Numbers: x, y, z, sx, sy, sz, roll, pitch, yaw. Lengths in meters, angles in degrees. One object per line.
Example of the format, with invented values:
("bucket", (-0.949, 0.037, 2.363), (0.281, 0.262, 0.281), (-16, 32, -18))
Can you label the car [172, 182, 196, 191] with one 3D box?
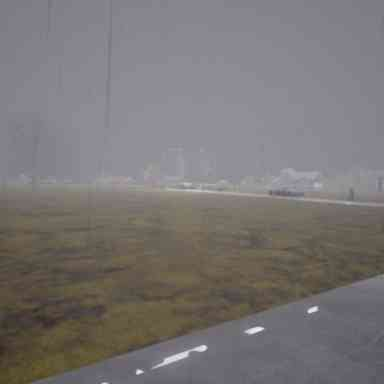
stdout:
("car", (-1.335, -1.036, 61.619), (2.033, 1.411, 5.357), (1, 2, -35))

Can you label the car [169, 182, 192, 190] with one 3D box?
("car", (-2.313, -1.267, 67.829), (2.033, 1.411, 5.357), (1, 2, -35))

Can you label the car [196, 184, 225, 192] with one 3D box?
("car", (3.643, -0.793, 59.387), (2.033, 1.411, 5.357), (1, 2, -34))

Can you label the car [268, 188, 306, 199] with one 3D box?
("car", (12.051, 0.134, 42.321), (1.895, 1.301, 4.718), (1, 2, -35))

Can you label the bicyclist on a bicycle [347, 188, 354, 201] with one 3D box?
("bicyclist on a bicycle", (19.877, 0.287, 41.571), (1.656, 1.620, 0.582), (0, 2, -35))
